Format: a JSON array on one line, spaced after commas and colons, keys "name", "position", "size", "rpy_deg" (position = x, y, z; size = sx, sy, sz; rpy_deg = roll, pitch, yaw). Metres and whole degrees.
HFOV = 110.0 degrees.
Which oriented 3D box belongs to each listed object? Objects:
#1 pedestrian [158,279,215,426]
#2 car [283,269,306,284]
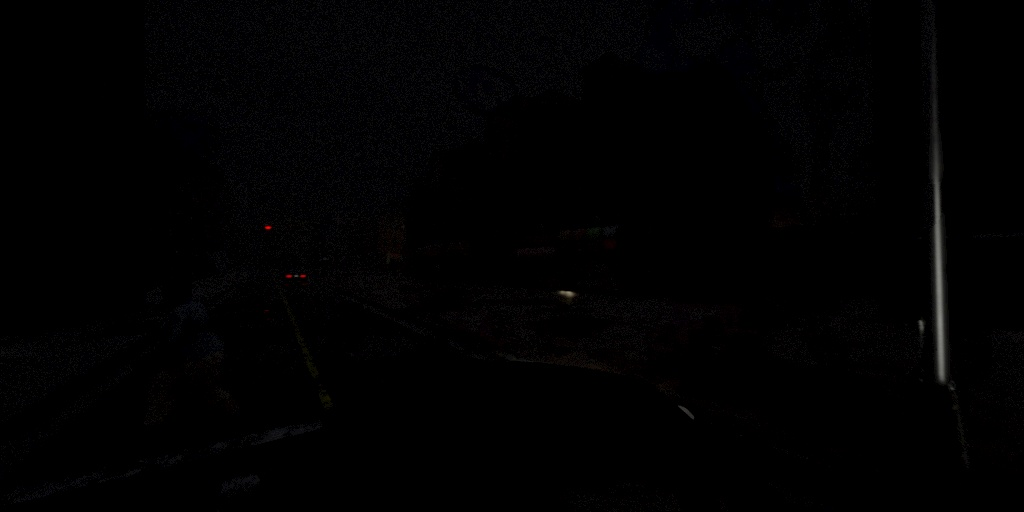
[{"name": "pedestrian", "position": [-3.663, 1.122, 4.051], "size": [0.375, 1.860, 0.375], "rpy_deg": [-1, 0, -34]}, {"name": "car", "position": [-21.990, 2.018, 36.309], "size": [2.033, 1.411, 5.357], "rpy_deg": [0, -1, -34]}]
